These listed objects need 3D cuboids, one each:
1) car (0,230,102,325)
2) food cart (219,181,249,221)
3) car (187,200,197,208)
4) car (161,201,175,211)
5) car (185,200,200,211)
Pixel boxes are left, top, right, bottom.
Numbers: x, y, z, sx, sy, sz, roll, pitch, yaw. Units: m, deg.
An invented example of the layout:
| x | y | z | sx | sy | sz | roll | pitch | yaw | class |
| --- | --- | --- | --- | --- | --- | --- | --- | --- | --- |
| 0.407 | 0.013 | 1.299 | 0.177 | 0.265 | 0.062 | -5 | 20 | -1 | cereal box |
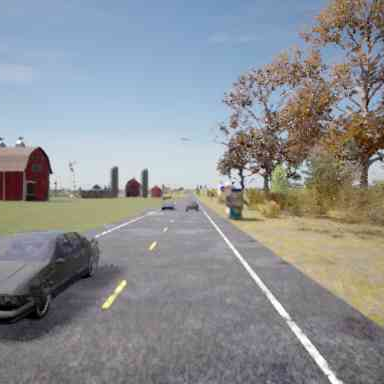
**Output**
| x | y | z | sx | sy | sz | roll | pitch | yaw | class |
| --- | --- | --- | --- | --- | --- | --- | --- | --- | --- |
| -3.599 | 1.631 | 7.746 | 2.033 | 1.411 | 5.357 | 0 | -1 | 0 | car |
| 4.010 | 0.809 | 32.309 | 2.280 | 3.560 | 4.660 | 1 | 0 | 0 | food cart |
| -0.017 | 2.203 | 64.237 | 1.812 | 1.442 | 4.674 | 0 | -1 | 0 | car |
| -3.569 | 2.079 | 50.606 | 2.033 | 1.411 | 5.357 | 0 | -1 | 1 | car |
| 0.050 | 2.011 | 49.254 | 2.128 | 1.511 | 4.902 | 0 | 0 | 0 | car |
